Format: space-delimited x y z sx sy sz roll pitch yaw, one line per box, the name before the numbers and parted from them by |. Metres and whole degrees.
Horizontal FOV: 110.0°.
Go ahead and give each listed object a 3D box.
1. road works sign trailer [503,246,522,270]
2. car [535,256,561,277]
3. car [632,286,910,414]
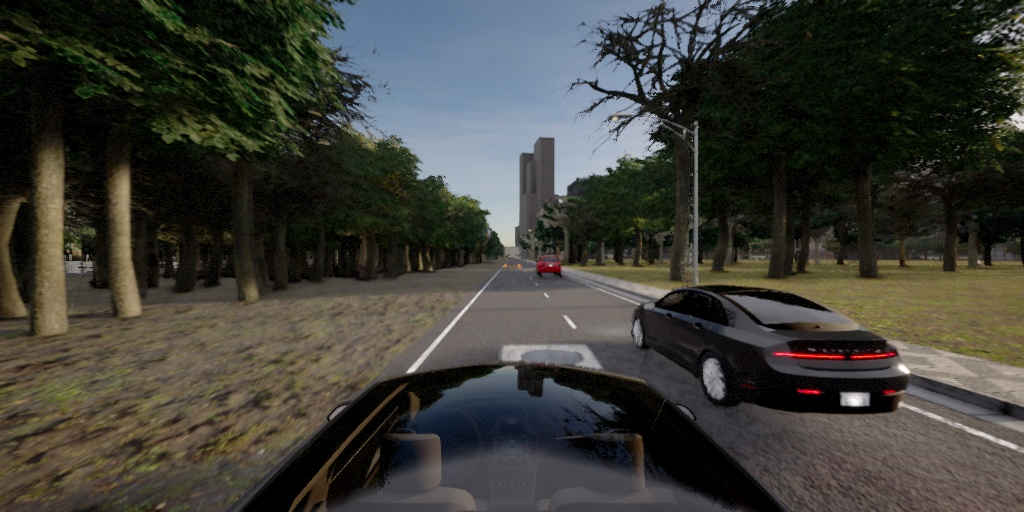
road works sign trailer | 0.012 0.257 53.480 2.380 3.560 2.880 0 0 0
car | 3.608 0.987 35.995 2.150 2.045 5.566 0 0 0
car | 3.602 1.254 6.183 1.837 1.490 4.892 0 0 0
